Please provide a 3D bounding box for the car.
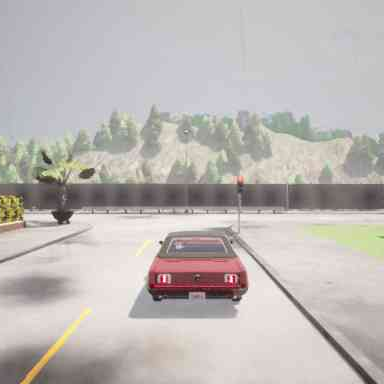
[{"bbox_3d":[0.102,1.601,8.258,1.895,1.301,4.718,0,0,0],"label":"car"}]
